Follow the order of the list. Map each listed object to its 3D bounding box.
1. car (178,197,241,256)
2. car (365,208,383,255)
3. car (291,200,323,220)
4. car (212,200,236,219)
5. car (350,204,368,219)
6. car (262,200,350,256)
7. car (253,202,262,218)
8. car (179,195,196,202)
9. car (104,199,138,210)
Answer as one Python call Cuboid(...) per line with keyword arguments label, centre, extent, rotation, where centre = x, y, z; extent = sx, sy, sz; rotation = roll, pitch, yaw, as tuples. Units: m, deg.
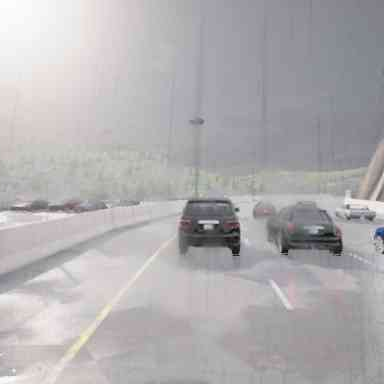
Cuboid(label="car", centre=(0.744, 1.210, 13.351), extent=(2.150, 2.045, 5.566), rotation=(0, 0, 5))
Cuboid(label="car", centre=(7.545, 1.481, 10.272), extent=(1.882, 1.535, 5.008), rotation=(0, 0, 4))
Cuboid(label="car", centre=(9.847, 1.494, 28.763), extent=(1.837, 1.490, 4.892), rotation=(0, 0, 10))
Cuboid(label="car", centre=(2.979, 1.502, 30.073), extent=(1.812, 1.442, 4.674), rotation=(0, 0, 10))
Cuboid(label="car", centre=(13.050, 1.598, 26.914), extent=(1.895, 1.301, 4.718), rotation=(0, 0, 10))
Cuboid(label="car", centre=(4.285, 1.347, 13.384), extent=(2.097, 1.767, 4.553), rotation=(0, 0, 4))
Cuboid(label="car", centre=(6.408, 1.547, 29.365), extent=(1.994, 1.385, 4.181), rotation=(0, 0, 10))
Cuboid(label="car", centre=(-0.970, 1.375, 76.862), extent=(1.882, 1.535, 5.008), rotation=(0, 0, 24))
Cuboid(label="car", centre=(-6.975, 1.444, 34.902), extent=(2.128, 1.511, 4.902), rotation=(0, 0, 12))
